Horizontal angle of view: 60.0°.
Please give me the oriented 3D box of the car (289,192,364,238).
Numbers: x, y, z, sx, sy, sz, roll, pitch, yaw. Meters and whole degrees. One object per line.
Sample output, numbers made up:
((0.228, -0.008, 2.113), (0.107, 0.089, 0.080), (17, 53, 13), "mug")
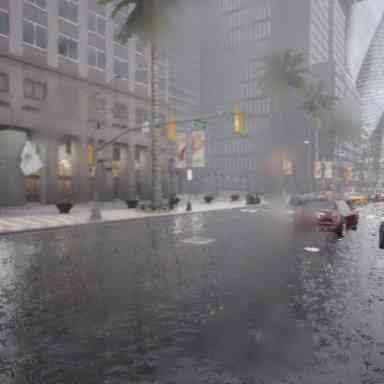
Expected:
((6.699, 1.068, 16.255), (2.097, 1.767, 4.553), (1, 1, 36), "car")

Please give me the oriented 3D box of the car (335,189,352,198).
((29.538, 0.251, 64.854), (2.185, 1.767, 4.553), (1, 1, 36), "car")

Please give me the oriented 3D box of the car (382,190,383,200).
((31.933, 0.412, 56.872), (2.097, 1.767, 4.553), (1, 1, 36), "car")

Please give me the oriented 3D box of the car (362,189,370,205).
((19.943, 0.792, 40.554), (1.882, 1.535, 5.008), (1, 1, 37), "car")

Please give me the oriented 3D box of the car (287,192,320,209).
((12.069, 0.846, 35.784), (1.882, 1.535, 5.008), (1, 1, 36), "car")

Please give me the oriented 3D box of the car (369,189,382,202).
((25.938, 0.540, 48.701), (2.097, 1.767, 4.553), (1, 1, 36), "car")

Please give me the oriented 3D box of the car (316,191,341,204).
((18.142, 0.718, 43.985), (1.882, 1.535, 5.008), (1, 1, 37), "car")

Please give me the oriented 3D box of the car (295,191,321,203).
((16.545, 0.685, 47.191), (2.161, 1.482, 4.786), (1, 1, 36), "car")

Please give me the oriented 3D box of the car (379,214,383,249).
((8.333, 1.299, 12.565), (1.837, 1.490, 4.892), (1, 1, 36), "car")

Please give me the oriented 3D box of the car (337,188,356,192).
((14.519, 0.781, 33.212), (2.097, 1.767, 4.553), (1, 1, 36), "car")
